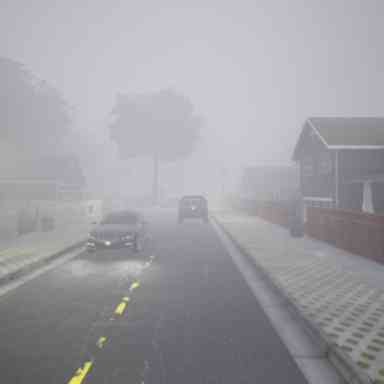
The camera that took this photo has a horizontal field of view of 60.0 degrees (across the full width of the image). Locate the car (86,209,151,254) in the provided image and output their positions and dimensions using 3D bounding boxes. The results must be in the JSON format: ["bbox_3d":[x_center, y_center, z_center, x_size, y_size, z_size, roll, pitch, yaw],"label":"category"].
[{"bbox_3d":[-2.835,1.511,13.676,1.837,1.490,4.892,0,-1,0],"label":"car"}]

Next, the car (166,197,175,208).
[{"bbox_3d":[-2.846,1.544,51.109,1.882,1.535,5.008,0,0,0],"label":"car"}]

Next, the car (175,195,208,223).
[{"bbox_3d":[0.089,1.240,25.804,2.150,2.045,5.566,0,0,0],"label":"car"}]

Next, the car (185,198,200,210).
[{"bbox_3d":[0.075,1.532,44.494,1.882,1.535,5.008,0,0,0],"label":"car"}]
